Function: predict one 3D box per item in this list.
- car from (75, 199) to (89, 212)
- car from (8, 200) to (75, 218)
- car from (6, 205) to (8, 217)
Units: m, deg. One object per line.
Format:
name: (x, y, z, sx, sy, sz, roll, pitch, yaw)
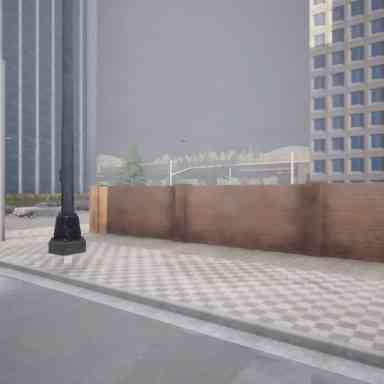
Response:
car: (-12.432, 1.547, 37.497, 2.033, 1.411, 5.357, 0, 0, 35)
car: (-13.438, 1.601, 29.961, 1.895, 1.301, 4.718, 0, 0, 35)
car: (-18.241, 1.547, 29.267, 2.033, 1.411, 5.357, 0, 0, 32)
